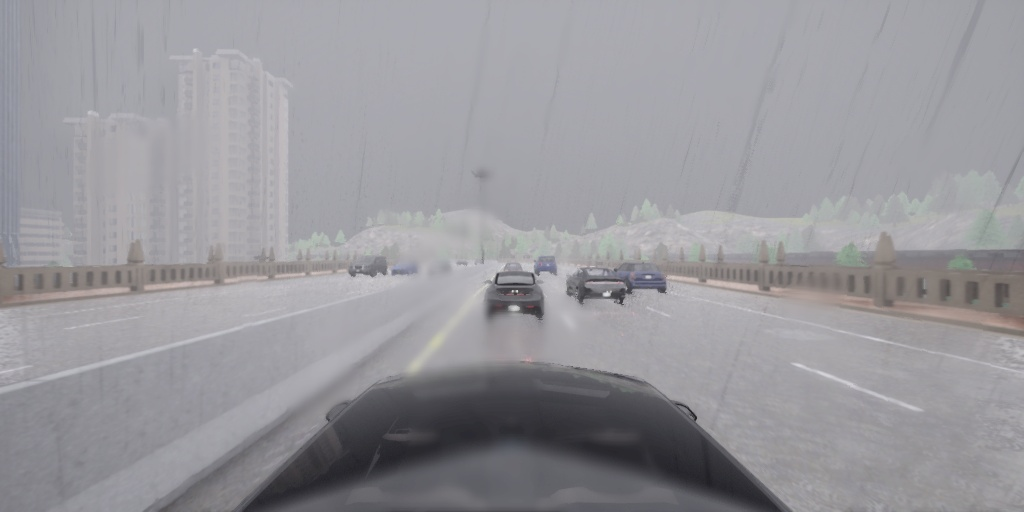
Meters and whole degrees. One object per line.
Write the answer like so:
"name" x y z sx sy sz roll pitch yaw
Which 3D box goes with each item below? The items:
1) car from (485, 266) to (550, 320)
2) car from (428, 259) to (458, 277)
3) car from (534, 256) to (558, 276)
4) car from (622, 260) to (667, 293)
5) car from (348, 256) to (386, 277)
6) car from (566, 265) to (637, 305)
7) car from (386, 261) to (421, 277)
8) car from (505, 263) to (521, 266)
"car" 0.098 1.264 12.612 1.837 1.490 4.892 0 0 0
"car" -7.101 1.273 36.163 2.128 1.511 4.902 0 0 0
"car" 3.593 1.006 38.446 2.150 2.045 5.566 0 0 0
"car" 7.096 1.118 20.788 2.097 1.767 4.553 0 0 0
"car" -14.103 0.999 35.569 2.150 2.045 5.566 0 0 0
"car" 3.596 1.253 16.058 2.128 1.511 4.902 0 0 0
"car" -10.600 1.259 36.070 1.882 1.535 5.008 0 0 0
"car" 0.093 1.326 33.954 2.033 1.411 5.357 0 0 0
